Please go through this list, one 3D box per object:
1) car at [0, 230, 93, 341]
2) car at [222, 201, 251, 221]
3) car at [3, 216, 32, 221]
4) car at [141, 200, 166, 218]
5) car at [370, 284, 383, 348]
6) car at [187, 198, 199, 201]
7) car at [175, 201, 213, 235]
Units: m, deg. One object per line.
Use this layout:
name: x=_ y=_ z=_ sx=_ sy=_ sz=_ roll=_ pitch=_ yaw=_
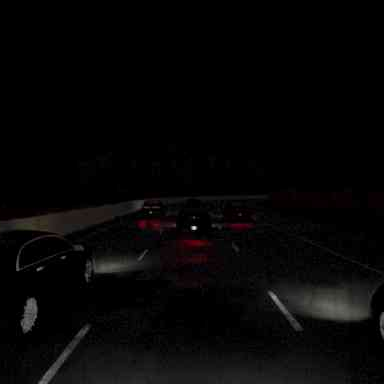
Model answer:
car: x=-3.400 y=1.505 z=6.481 sx=1.837 sy=1.490 sz=4.892 roll=0 pitch=0 yaw=0
car: x=3.523 y=1.472 z=26.730 sx=1.882 sy=1.535 sz=5.008 roll=0 pitch=0 yaw=1
car: x=-10.499 y=1.214 z=17.426 sx=2.150 sy=2.045 sz=5.566 roll=0 pitch=0 yaw=0
car: x=-3.397 y=1.486 z=29.801 sx=2.128 sy=1.511 sz=4.902 roll=0 pitch=0 yaw=0
car: x=3.601 y=1.503 z=3.068 sx=1.837 sy=1.490 sz=4.892 roll=0 pitch=0 yaw=0
car: x=0.159 y=1.498 z=41.452 sx=1.837 sy=1.490 sz=4.892 roll=0 pitch=0 yaw=1
car: x=0.102 y=1.502 z=18.731 sx=1.837 sy=1.490 sz=4.892 roll=0 pitch=0 yaw=0
